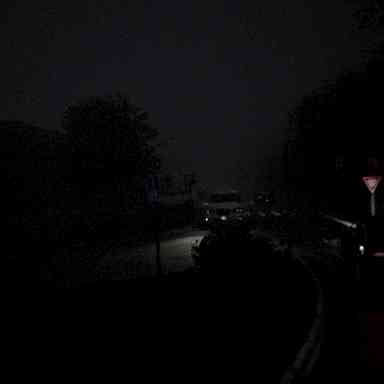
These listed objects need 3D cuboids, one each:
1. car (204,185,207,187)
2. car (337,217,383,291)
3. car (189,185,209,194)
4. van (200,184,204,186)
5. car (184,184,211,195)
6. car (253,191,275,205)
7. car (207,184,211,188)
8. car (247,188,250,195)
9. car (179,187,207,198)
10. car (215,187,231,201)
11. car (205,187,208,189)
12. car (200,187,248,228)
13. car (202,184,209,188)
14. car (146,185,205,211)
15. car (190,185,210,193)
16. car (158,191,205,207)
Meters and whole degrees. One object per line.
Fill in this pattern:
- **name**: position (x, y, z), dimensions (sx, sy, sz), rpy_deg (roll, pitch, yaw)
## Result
- **car**: position (-0.616, 0.298, 52.096), dimensions (4.553, 1.767, 2.185), rpy_deg (-4, 1, -16)
- **car**: position (4.998, 1.393, 8.584), dimensions (2.128, 1.511, 4.902), rpy_deg (-2, 0, 17)
- **car**: position (1.705, -0.611, 82.016), dimensions (4.553, 1.767, 2.185), rpy_deg (-4, 1, -15)
- **van**: position (-1.154, 0.393, 46.071), dimensions (4.442, 1.987, 1.878), rpy_deg (-4, 2, -16)
- **car**: position (1.281, -0.565, 76.056), dimensions (5.566, 2.045, 2.435), rpy_deg (-4, 1, -16)
- **car**: position (7.706, 0.571, 35.541), dimensions (1.812, 1.442, 4.674), rpy_deg (-2, 2, 5)
- **car**: position (0.593, -0.296, 67.069), dimensions (5.566, 2.045, 2.435), rpy_deg (-4, 1, -15)
- **car**: position (9.596, -0.201, 61.430), dimensions (1.994, 1.385, 4.181), rpy_deg (-2, 2, 4)
- **car**: position (0.142, 0.013, 61.079), dimensions (4.553, 1.767, 2.185), rpy_deg (-4, 2, -15)
- **car**: position (4.270, 0.244, 46.219), dimensions (2.097, 1.767, 4.553), rpy_deg (-2, 2, 4)
- **car**: position (-0.797, 0.516, 49.104), dimensions (5.008, 1.535, 2.097), rpy_deg (-4, 2, -16)
- **car**: position (2.131, 0.939, 20.447), dimensions (2.150, 2.045, 5.566), rpy_deg (-2, 2, 10)
- **car**: position (-0.090, 0.106, 58.088), dimensions (4.553, 1.767, 2.185), rpy_deg (-4, 2, -15)
- **car**: position (-1.951, 0.740, 34.110), dimensions (5.566, 2.045, 2.435), rpy_deg (-4, 2, -16)
- **car**: position (1.936, -0.698, 85.008), dimensions (4.553, 1.767, 2.185), rpy_deg (-4, 1, -16)
- **car**: position (-1.297, 0.785, 40.176), dimensions (5.366, 1.575, 1.946), rpy_deg (-4, 1, -16)
